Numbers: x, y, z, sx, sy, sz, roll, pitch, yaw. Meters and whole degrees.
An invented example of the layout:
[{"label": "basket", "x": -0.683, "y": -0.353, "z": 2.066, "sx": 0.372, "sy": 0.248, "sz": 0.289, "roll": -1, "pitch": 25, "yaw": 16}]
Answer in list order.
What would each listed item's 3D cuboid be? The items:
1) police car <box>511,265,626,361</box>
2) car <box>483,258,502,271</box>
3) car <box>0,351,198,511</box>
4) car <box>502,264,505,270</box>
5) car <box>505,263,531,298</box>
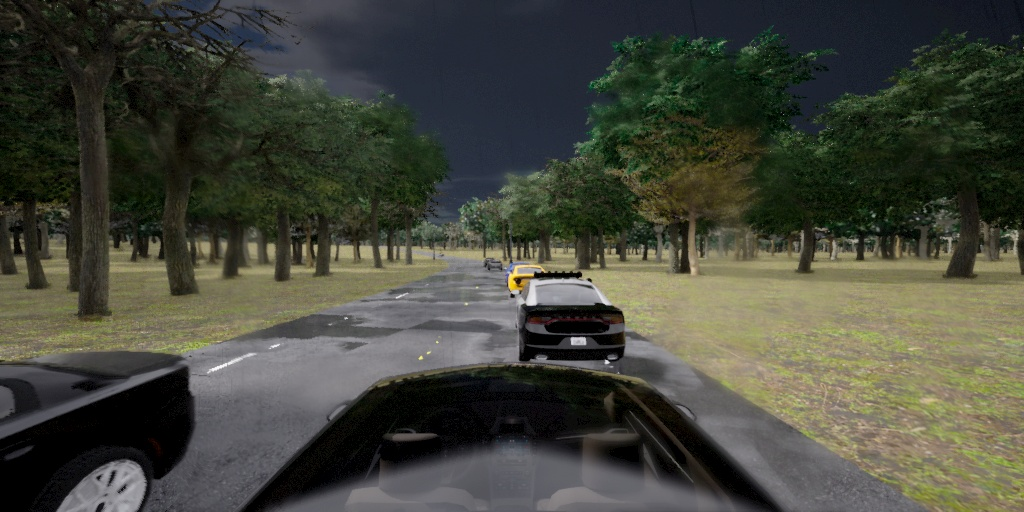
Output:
[{"label": "police car", "x": 1.042, "y": 1.168, "z": 8.368, "sx": 1.930, "sy": 1.638, "sz": 5.238, "roll": 0, "pitch": 0, "yaw": -1}, {"label": "car", "x": -2.291, "y": 1.112, "z": 47.483, "sx": 2.128, "sy": 1.511, "sz": 4.902, "roll": 0, "pitch": 0, "yaw": -6}, {"label": "car", "x": -3.624, "y": 1.228, "z": 0.919, "sx": 1.882, "sy": 1.535, "sz": 5.008, "roll": 0, "pitch": 0, "yaw": 0}, {"label": "car", "x": 0.535, "y": 1.184, "z": 24.360, "sx": 1.882, "sy": 1.535, "sz": 5.008, "roll": 0, "pitch": 0, "yaw": -3}, {"label": "car", "x": 0.799, "y": 1.201, "z": 18.324, "sx": 1.882, "sy": 1.535, "sz": 5.008, "roll": 0, "pitch": 0, "yaw": -2}]
